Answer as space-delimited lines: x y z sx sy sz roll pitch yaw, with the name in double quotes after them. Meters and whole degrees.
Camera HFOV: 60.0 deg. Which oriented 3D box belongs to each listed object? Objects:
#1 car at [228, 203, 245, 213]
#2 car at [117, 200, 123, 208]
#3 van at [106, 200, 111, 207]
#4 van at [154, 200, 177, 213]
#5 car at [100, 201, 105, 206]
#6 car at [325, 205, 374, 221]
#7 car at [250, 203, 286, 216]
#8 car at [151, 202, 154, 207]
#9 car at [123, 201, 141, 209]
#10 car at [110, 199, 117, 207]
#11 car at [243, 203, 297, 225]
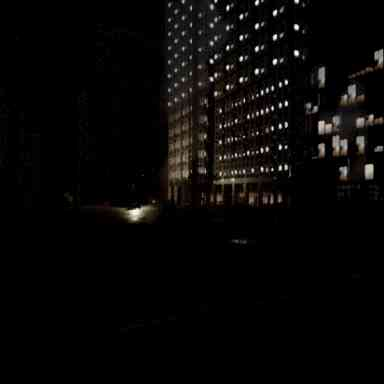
6.544 2.123 44.868 1.947 1.339 4.313 -1 -1 -26 "car"
-13.121 2.562 66.429 1.752 1.417 4.829 -1 -1 -26 "car"
-18.071 2.592 76.721 1.690 1.788 3.998 -1 -1 -26 "van"
-3.450 1.971 46.309 1.690 1.788 3.998 -1 -1 -26 "van"
-22.941 3.008 86.856 1.887 1.381 4.507 -1 -1 -26 "car"
13.855 1.812 29.661 2.008 1.369 4.403 -1 -1 -26 "car"
8.981 2.024 39.799 1.947 1.339 4.313 -1 -1 -26 "car"
-8.077 2.755 75.281 1.802 1.307 4.206 -1 -1 -26 "car"
-10.757 2.487 61.513 2.008 1.369 4.403 -1 -1 -26 "car"
-15.631 2.690 71.651 1.887 1.381 4.507 -1 -1 -26 "car"
6.303 1.784 26.030 2.008 1.369 4.403 -1 -1 -26 "car"
